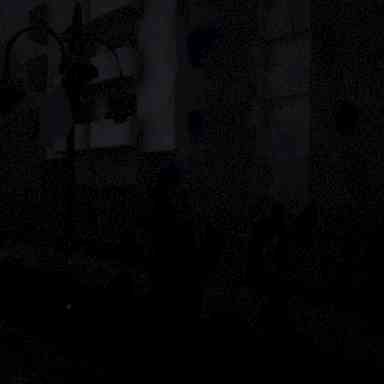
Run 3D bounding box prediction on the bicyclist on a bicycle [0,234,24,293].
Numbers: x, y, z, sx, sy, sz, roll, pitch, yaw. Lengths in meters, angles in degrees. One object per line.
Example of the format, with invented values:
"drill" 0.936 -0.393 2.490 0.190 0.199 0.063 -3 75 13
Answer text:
"bicyclist on a bicycle" -4.002 1.250 6.273 0.582 1.620 1.656 1 3 37
